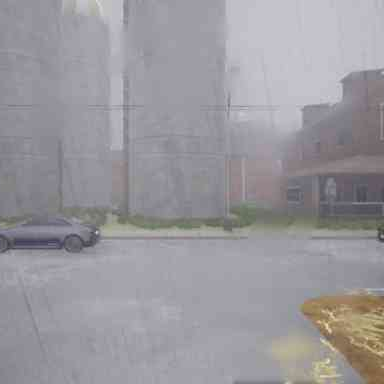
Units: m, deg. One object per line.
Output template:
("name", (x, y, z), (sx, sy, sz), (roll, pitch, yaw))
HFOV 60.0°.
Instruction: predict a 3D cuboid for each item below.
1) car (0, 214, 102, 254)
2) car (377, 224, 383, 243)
("car", (-5.719, 1.561, 13.013), (4.181, 1.385, 1.994), (0, 0, -1))
("car", (9.964, 1.476, 12.996), (5.008, 1.535, 1.882), (0, 0, 0))
